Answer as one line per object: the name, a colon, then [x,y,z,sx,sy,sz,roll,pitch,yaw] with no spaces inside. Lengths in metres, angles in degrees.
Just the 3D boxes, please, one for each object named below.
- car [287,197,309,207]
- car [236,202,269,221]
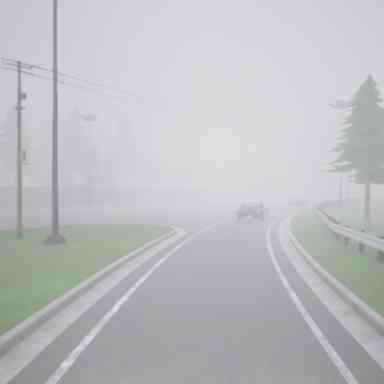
car: [14.144,1.290,44.143,1.895,1.301,4.718,0,1,31]
car: [4.735,1.416,25.263,1.895,1.301,4.718,0,0,19]
